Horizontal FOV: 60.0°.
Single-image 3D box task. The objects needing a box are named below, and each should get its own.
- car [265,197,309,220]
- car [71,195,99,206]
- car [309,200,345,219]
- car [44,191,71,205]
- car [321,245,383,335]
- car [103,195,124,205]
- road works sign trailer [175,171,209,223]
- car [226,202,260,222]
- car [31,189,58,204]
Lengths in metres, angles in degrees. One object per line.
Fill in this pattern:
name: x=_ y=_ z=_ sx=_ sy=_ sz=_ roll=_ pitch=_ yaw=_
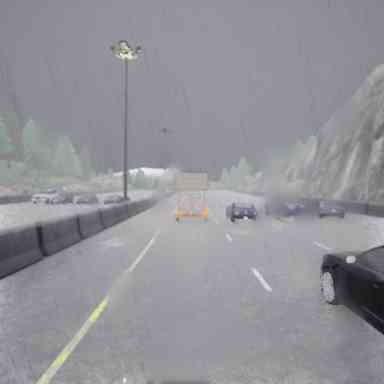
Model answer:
car: x=7.107 y=1.157 z=25.896 sx=2.097 sy=1.767 sz=4.553 roll=0 pitch=1 yaw=0
car: x=-14.077 y=1.053 z=45.089 sx=2.033 sy=1.411 sz=5.357 roll=0 pitch=1 yaw=0
car: x=10.607 y=1.357 z=26.886 sx=1.994 sy=1.385 sz=4.181 roll=0 pitch=1 yaw=0
car: x=-17.572 y=0.997 z=45.127 sx=2.128 sy=1.511 sz=4.902 roll=0 pitch=1 yaw=0
car: x=3.601 y=1.459 z=4.936 sx=1.882 sy=1.535 sz=5.008 roll=0 pitch=0 yaw=0
car: x=-10.574 y=1.069 z=45.135 sx=1.994 sy=1.385 sz=4.181 roll=0 pitch=1 yaw=0
road works sign trailer: x=-0.005 y=0.294 z=23.877 sx=2.380 sy=3.560 sz=2.880 roll=0 pitch=1 yaw=0
car: x=3.606 y=1.423 z=24.540 sx=1.895 sy=1.301 sz=4.718 roll=0 pitch=1 yaw=0
car: x=-21.063 y=0.666 z=48.142 sx=2.150 sy=2.045 sz=5.566 roll=0 pitch=1 yaw=0
